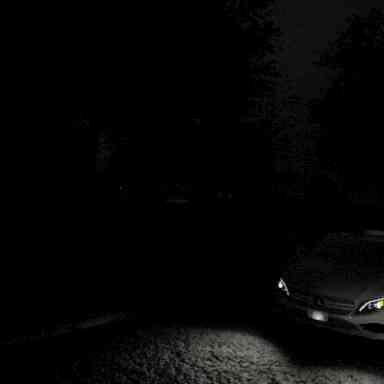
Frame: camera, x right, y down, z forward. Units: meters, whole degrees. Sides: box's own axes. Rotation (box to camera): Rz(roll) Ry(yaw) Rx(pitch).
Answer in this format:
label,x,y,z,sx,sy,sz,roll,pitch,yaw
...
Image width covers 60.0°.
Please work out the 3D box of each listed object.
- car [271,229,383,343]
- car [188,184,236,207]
label,x,y,z,sx,sy,sz,roll,pitch,yaw
car,3.321,1.515,6.608,1.812,1.442,4.674,1,1,40
car,1.825,0.266,31.533,2.150,2.045,5.566,2,2,-34
